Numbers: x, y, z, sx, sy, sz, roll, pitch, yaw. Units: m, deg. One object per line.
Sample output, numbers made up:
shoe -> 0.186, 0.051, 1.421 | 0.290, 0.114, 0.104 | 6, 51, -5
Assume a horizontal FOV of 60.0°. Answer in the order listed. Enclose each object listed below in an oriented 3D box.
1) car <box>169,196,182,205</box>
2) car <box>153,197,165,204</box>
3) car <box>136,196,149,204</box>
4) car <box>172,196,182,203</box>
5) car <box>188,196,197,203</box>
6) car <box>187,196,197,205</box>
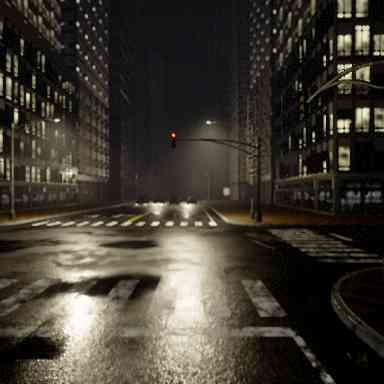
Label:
car -> -3.244, 1.663, 61.455 | 2.033, 1.411, 5.357 | 0, 0, 0
car -> -6.493, 1.701, 66.040 | 1.994, 1.385, 4.181 | 0, 0, 0
car -> -9.743, 1.492, 66.071 | 2.097, 1.767, 4.553 | 0, 0, 0
car -> -3.243, 1.542, 71.873 | 1.994, 1.385, 4.181 | 0, 0, 0
car -> 0.008, 1.603, 72.319 | 1.895, 1.301, 4.718 | 0, 0, 0
car -> 0.007, 1.665, 61.871 | 2.033, 1.411, 5.357 | 0, 0, 0
